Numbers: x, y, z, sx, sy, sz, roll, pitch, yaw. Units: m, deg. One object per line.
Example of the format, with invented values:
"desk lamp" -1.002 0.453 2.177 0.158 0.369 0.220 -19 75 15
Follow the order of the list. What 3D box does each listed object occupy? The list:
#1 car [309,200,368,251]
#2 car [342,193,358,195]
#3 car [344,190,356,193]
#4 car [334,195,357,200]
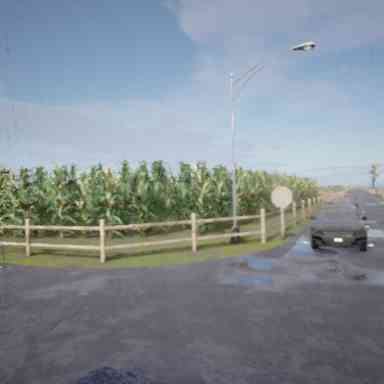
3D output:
"car" 5.885 1.309 13.483 1.882 1.535 5.008 -1 0 23
"car" 16.714 1.103 35.923 1.994 1.385 4.181 -1 0 27
"car" 23.495 0.476 49.455 1.837 1.490 4.892 -1 0 26
"car" 11.330 1.208 25.054 1.812 1.442 4.674 -1 0 26
